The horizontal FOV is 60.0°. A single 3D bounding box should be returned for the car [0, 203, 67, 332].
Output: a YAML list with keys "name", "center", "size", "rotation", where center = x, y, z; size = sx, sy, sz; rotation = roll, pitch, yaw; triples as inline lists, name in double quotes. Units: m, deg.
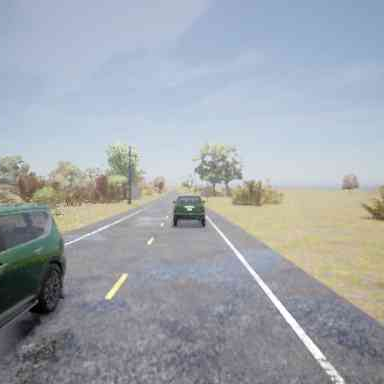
- name: "car"
  center: [-3.626, 1.221, 4.633]
  size: [2.150, 2.045, 5.566]
  rotation: [0, 0, 0]

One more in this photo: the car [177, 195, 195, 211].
- name: "car"
  center: [-0.840, 1.311, 41.783]
  size: [2.097, 1.767, 4.553]
  rotation: [0, 0, -2]

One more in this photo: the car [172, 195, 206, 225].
- name: "car"
  center: [-0.221, 1.206, 23.821]
  size: [2.150, 2.045, 5.566]
  rotation: [0, 0, -1]
